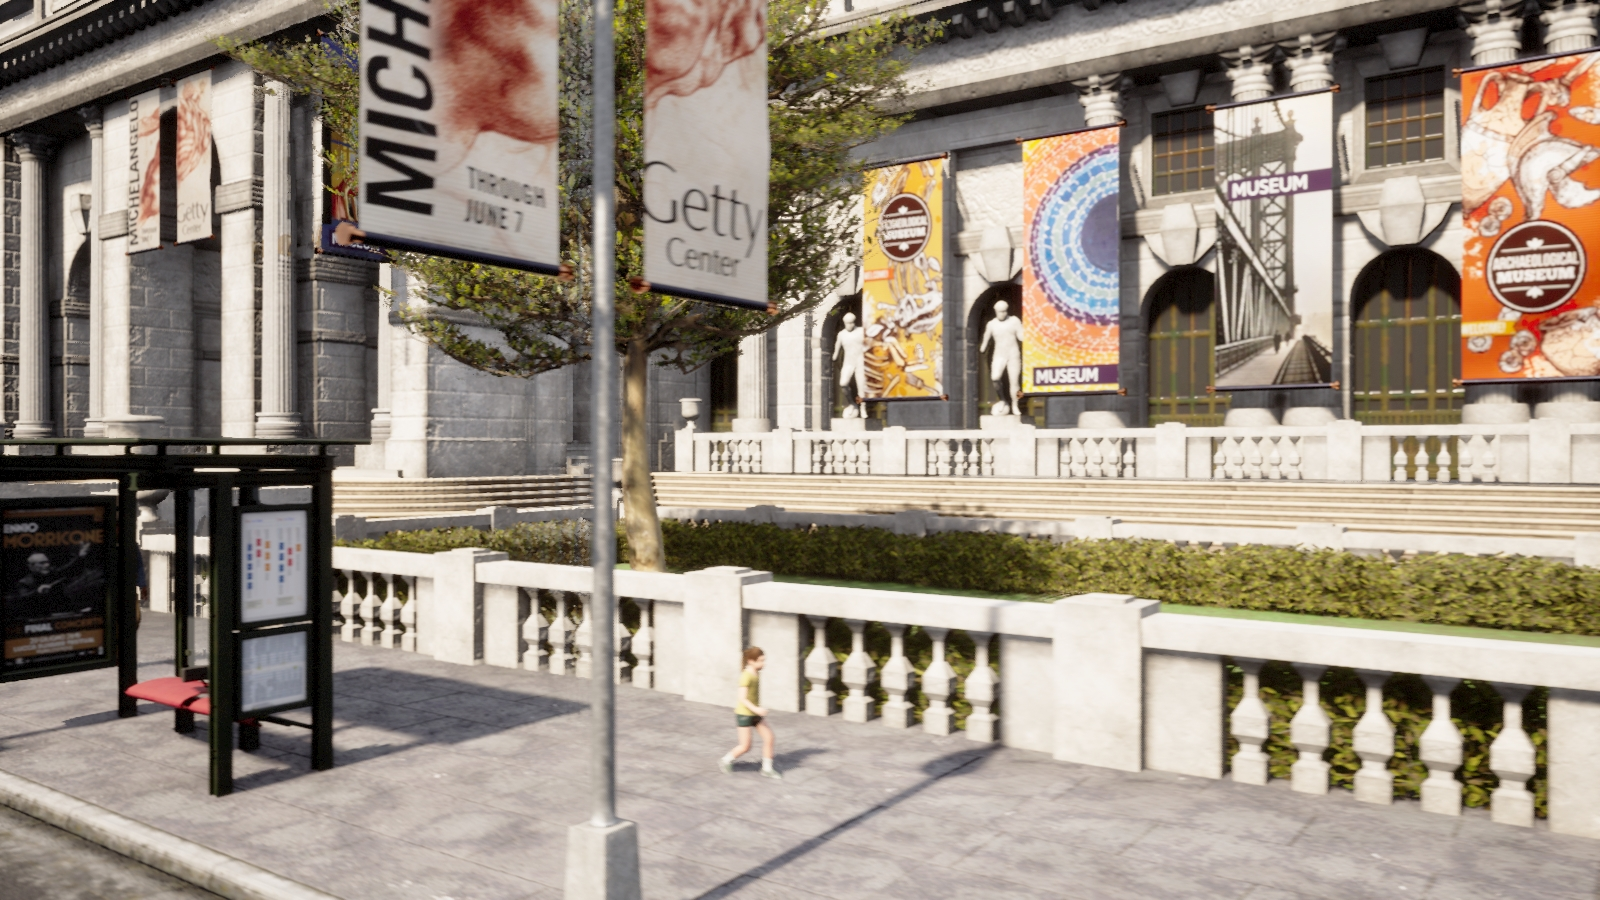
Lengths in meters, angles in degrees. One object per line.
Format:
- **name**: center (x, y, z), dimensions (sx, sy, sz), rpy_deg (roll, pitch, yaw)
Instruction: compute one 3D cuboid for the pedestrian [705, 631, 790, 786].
- **pedestrian**: center (-0.426, 2.079, 9.291), dimensions (0.500, 1.100, 0.500), rpy_deg (0, 0, 30)
